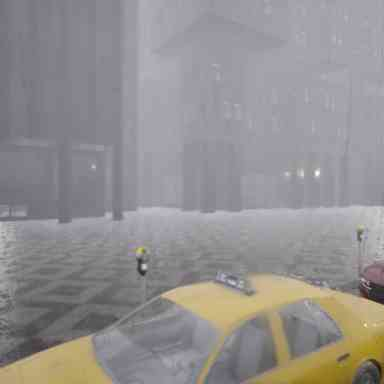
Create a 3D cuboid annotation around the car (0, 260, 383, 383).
[{"bbox_3d":[0.196,1.502,3.100,4.829,1.417,1.752,0,0,-35],"label":"car"}]
